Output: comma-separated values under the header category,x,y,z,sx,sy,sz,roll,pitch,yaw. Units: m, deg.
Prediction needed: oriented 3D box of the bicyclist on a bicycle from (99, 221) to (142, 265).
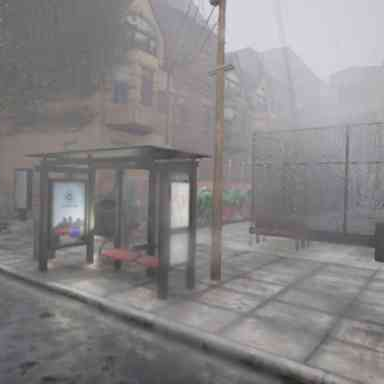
category,x,y,z,sx,sy,sz,roll,pitch,yaw
bicyclist on a bicycle,-1.872,1.142,9.169,0.582,1.620,1.656,-1,-4,36
